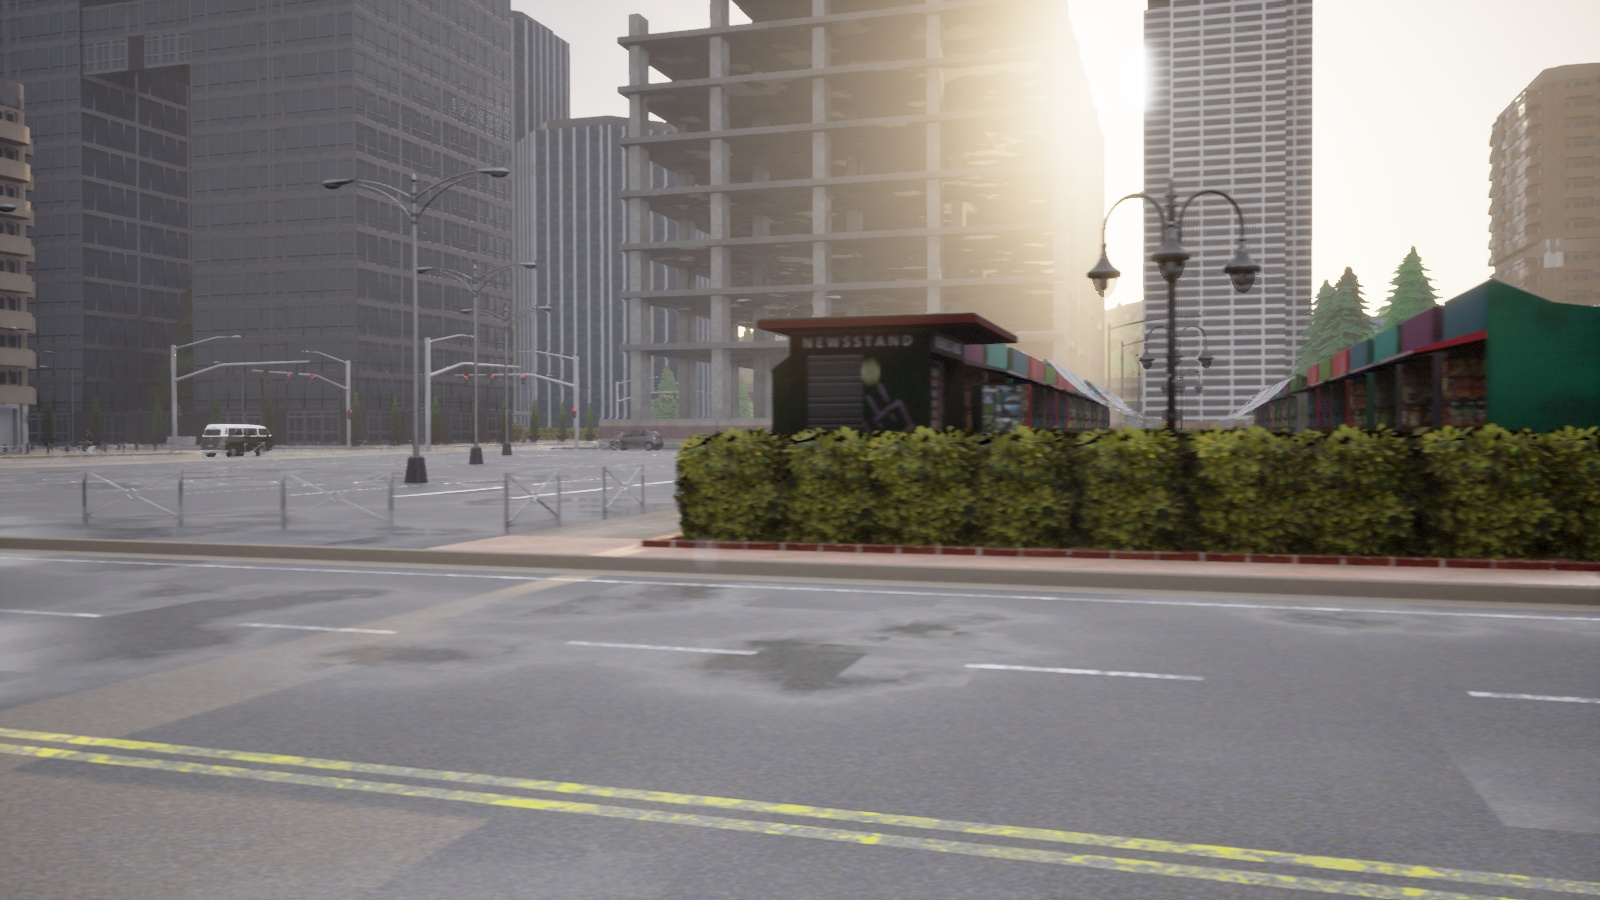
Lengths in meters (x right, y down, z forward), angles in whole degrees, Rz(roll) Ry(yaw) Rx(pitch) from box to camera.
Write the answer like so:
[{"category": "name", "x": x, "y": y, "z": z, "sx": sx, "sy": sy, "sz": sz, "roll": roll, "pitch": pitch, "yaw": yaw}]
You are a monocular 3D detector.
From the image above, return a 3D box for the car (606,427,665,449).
[{"category": "car", "x": -12.388, "y": -0.889, "z": 94.395, "sx": 3.988, "sy": 1.617, "sz": 1.851, "roll": 0, "pitch": 1, "yaw": 17}]

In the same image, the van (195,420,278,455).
[{"category": "van", "x": -33.816, "y": -0.786, "z": 75.502, "sx": 2.069, "sy": 2.038, "sz": 4.480, "roll": 0, "pitch": 1, "yaw": 17}]
